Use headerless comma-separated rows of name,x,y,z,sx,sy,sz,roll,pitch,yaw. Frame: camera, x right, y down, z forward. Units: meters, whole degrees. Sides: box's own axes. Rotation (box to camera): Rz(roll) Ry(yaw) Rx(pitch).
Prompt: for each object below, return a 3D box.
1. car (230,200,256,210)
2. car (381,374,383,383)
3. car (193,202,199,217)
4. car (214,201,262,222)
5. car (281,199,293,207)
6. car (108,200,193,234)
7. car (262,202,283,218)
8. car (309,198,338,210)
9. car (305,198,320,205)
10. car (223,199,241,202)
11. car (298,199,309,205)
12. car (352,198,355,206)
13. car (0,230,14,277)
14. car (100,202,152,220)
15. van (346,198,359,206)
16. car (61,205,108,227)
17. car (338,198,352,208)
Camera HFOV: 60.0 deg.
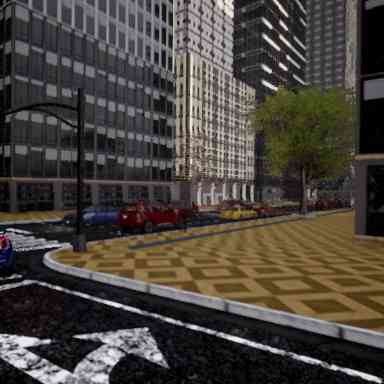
car,7.540,1.931,48.884,1.947,1.339,4.313,0,0,36
car,3.748,1.219,1.010,5.566,2.045,2.150,0,0,36
car,-1.303,1.596,32.544,2.097,1.767,4.553,1,0,37
car,4.327,1.866,30.442,1.752,1.417,4.829,0,0,36
car,17.494,2.031,62.348,1.752,1.417,4.829,0,0,36
car,-2.478,1.555,21.235,2.192,1.841,5.009,0,0,36
car,7.578,1.970,34.841,1.802,1.307,4.206,0,0,36
car,20.993,1.894,52.983,2.192,1.841,5.009,0,0,36
car,27.649,2.197,76.085,2.008,1.369,4.403,0,0,36
car,4.607,1.682,40.524,2.097,1.767,4.553,1,0,37
car,24.298,2.182,71.551,1.802,1.307,4.206,0,0,36
car,31.050,2.263,66.588,1.887,1.381,4.507,0,0,36
car,-6.769,1.419,9.377,2.097,1.767,4.553,-1,-1,-45
car,-5.968,1.694,30.613,1.752,1.417,4.829,0,0,36
van,34.405,2.106,71.124,1.690,1.788,3.998,0,0,36
car,-6.930,1.708,24.939,2.033,1.411,5.357,1,0,37
car,27.699,1.987,62.053,2.192,1.841,5.009,0,0,36
